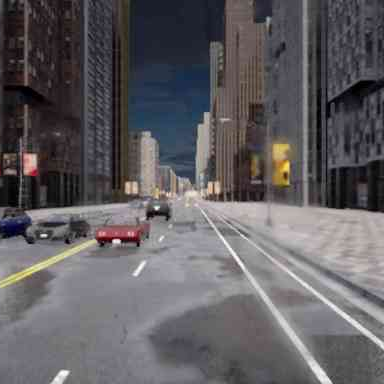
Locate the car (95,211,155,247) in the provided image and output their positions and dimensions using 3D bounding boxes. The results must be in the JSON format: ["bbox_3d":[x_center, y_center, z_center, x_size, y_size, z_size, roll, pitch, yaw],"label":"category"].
[{"bbox_3d":[-3.152,1.808,16.155,1.895,1.301,4.718,0,-1,0],"label":"car"}]

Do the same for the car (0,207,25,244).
[{"bbox_3d":[-9.851,1.564,16.578,2.097,1.767,4.553,0,-1,0],"label":"car"}]

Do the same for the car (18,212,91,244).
[{"bbox_3d":[-6.603,1.779,16.796,1.994,1.385,4.181,0,-1,0],"label":"car"}]

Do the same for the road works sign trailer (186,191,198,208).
[{"bbox_3d":[0.000,1.480,69.739,2.380,3.560,2.880,0,-1,1],"label":"road works sign trailer"}]

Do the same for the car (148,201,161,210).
[{"bbox_3d":[-6.558,2.352,58.662,1.812,1.442,4.674,0,-1,0],"label":"car"}]

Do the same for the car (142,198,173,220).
[{"bbox_3d":[-3.154,1.645,32.453,2.150,2.045,5.566,0,-1,0],"label":"car"}]

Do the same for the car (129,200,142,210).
[{"bbox_3d":[-9.806,2.180,58.735,2.097,1.767,4.553,0,-1,0],"label":"car"}]
